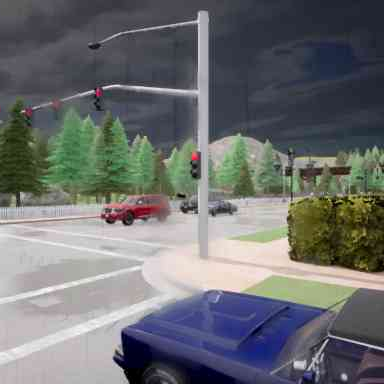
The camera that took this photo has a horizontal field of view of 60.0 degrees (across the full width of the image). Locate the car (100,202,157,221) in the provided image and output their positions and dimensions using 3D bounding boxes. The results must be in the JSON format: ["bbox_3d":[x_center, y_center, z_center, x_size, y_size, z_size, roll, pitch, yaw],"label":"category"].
[{"bbox_3d":[-5.258,1.601,28.138,1.895,1.301,4.718,0,0,38],"label":"car"}]

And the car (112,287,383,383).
[{"bbox_3d":[1.502,1.601,2.894,4.718,1.301,1.895,0,0,36],"label":"car"}]

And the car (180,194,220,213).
[{"bbox_3d":[1.079,1.221,36.119,2.150,2.045,5.566,0,0,39],"label":"car"}]

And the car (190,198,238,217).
[{"bbox_3d":[2.457,1.547,32.232,2.033,1.411,5.357,0,0,38],"label":"car"}]

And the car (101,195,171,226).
[{"bbox_3d":[-3.911,1.221,24.203,2.150,2.045,5.566,0,0,38],"label":"car"}]

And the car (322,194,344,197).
[{"bbox_3d":[16.507,1.222,38.393,2.150,2.045,5.566,0,0,38],"label":"car"}]
